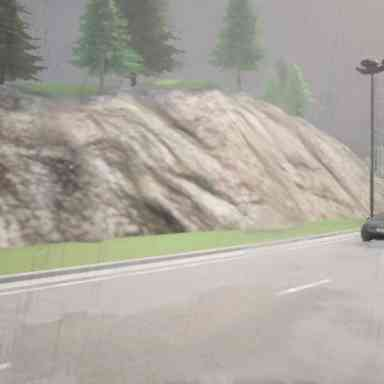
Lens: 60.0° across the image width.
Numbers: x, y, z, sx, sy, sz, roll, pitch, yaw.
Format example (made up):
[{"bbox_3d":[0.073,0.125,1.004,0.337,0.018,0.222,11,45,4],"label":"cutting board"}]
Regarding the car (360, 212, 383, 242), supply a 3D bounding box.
[{"bbox_3d":[9.643,1.609,15.624,4.181,1.385,1.994,0,0,-41],"label":"car"}]
